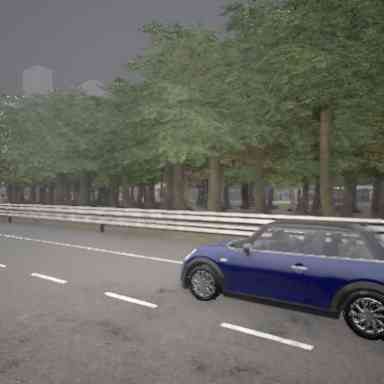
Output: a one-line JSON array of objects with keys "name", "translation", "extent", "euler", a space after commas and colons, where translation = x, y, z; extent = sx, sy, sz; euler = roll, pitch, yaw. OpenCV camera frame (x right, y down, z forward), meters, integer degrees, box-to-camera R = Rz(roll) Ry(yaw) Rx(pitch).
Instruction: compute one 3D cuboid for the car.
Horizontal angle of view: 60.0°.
[{"name": "car", "translation": [1.955, 1.352, 6.773], "extent": [4.553, 1.767, 2.097], "euler": [0, 0, 36]}]
